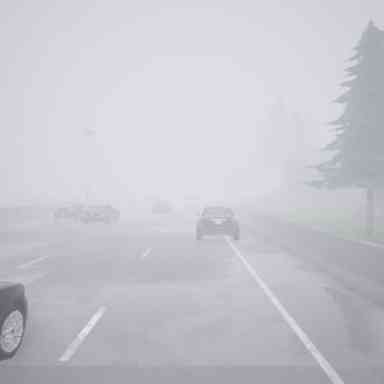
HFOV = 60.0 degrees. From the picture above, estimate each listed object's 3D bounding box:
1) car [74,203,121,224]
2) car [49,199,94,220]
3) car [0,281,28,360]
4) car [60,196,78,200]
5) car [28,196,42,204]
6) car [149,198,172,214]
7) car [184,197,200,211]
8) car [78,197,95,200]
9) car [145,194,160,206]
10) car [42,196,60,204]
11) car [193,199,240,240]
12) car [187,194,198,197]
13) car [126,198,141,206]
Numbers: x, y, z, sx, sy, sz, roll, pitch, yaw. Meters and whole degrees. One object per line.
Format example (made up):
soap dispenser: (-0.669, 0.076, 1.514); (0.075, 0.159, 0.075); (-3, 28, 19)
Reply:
car: (-6.887, 1.651, 25.530); (2.033, 1.411, 5.357); (0, 0, 0)
car: (-10.385, 1.637, 28.990); (1.812, 1.442, 4.674); (0, 0, 0)
car: (-3.398, 1.505, 3.007); (1.882, 1.535, 5.008); (0, -1, 0)
car: (-24.465, 1.557, 67.685); (2.097, 1.767, 4.553); (0, 0, 0)
car: (-31.465, 1.558, 67.688); (2.097, 1.767, 4.553); (0, 0, 0)
car: (-3.380, 1.690, 37.908); (1.994, 1.385, 4.181); (0, 0, 0)
car: (0.043, 1.660, 42.129); (1.812, 1.442, 4.674); (0, 0, 0)
car: (-20.965, 1.725, 67.652); (1.812, 1.442, 4.674); (0, 0, 0)
car: (-6.870, 1.383, 57.788); (2.150, 2.045, 5.566); (0, 0, 0)
car: (-27.965, 1.557, 67.686); (2.097, 1.767, 4.553); (0, 0, 0)
car: (1.234, 1.440, 17.618); (2.097, 1.767, 4.553); (0, 0, 0)
car: (0.027, 1.377, 53.789); (2.150, 2.045, 5.566); (0, 0, 0)
car: (-10.370, 1.731, 59.175); (1.994, 1.385, 4.181); (0, 0, 0)
